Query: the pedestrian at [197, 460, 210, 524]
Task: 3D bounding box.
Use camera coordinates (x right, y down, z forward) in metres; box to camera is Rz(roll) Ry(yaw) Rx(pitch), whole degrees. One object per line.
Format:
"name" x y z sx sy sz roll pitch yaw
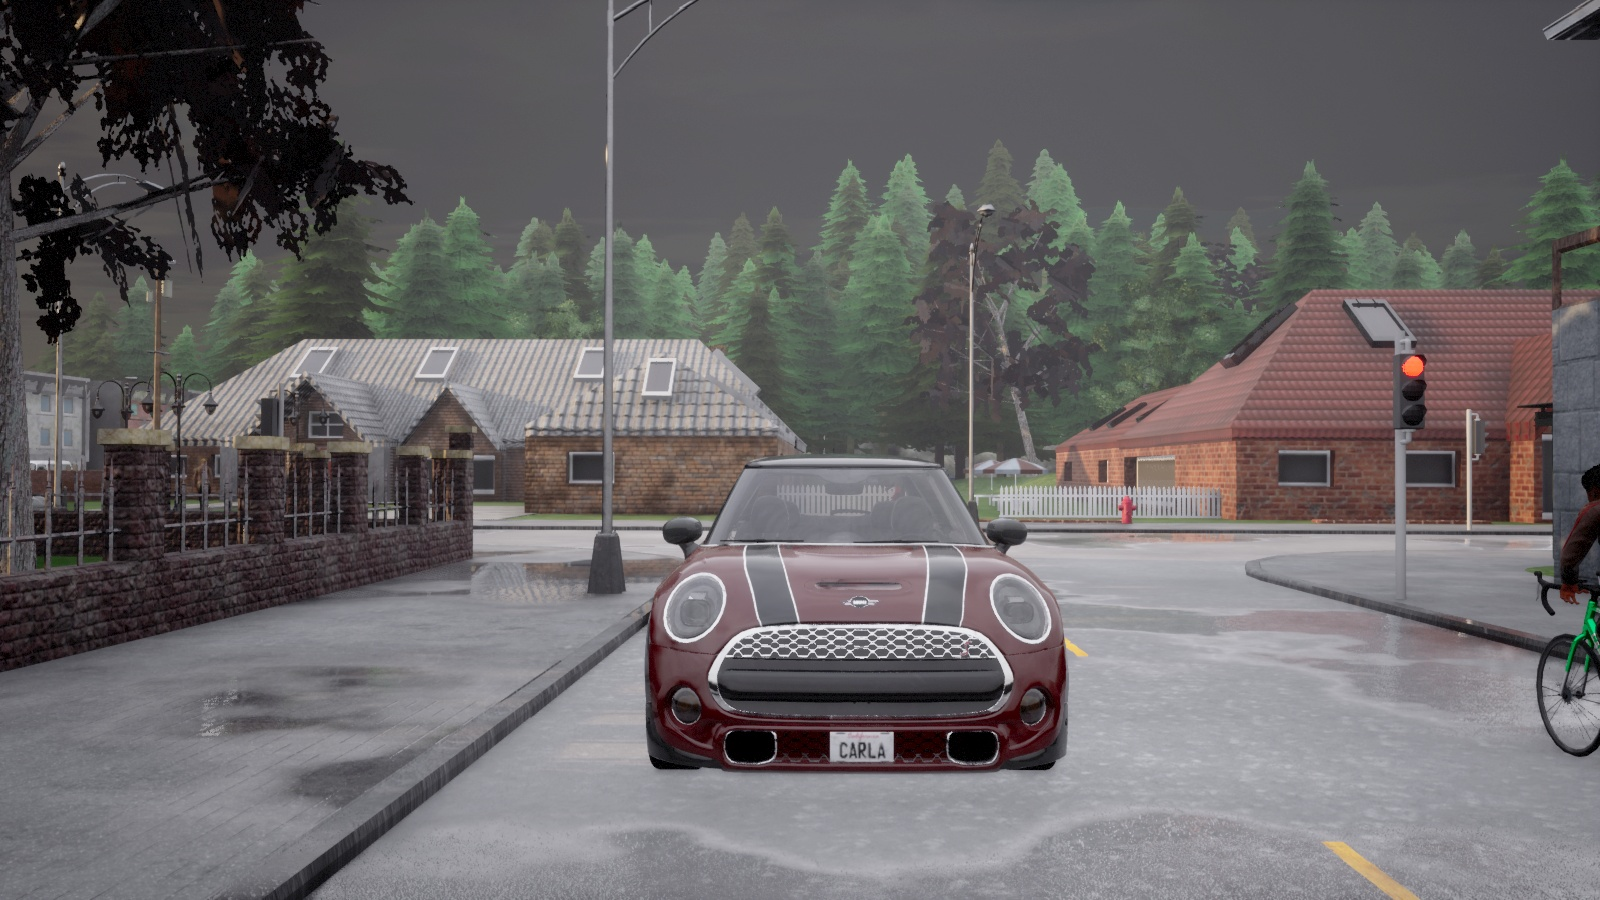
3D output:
"pedestrian" -17.307 1.204 36.444 0.331 1.846 0.634 0 -1 -26

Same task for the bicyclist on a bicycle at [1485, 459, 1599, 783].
"bicyclist on a bicycle" 4.294 0.860 6.524 0.582 1.620 1.656 0 -1 2

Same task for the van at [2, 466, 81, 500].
"van" -46.871 2.027 77.685 2.069 2.038 4.480 0 -1 2

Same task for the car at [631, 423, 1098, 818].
"car" 0.271 0.805 7.943 2.097 1.767 4.553 0 -1 0

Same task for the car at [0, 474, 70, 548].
"car" -18.574 1.289 27.041 4.514 1.525 2.007 0 -1 0
